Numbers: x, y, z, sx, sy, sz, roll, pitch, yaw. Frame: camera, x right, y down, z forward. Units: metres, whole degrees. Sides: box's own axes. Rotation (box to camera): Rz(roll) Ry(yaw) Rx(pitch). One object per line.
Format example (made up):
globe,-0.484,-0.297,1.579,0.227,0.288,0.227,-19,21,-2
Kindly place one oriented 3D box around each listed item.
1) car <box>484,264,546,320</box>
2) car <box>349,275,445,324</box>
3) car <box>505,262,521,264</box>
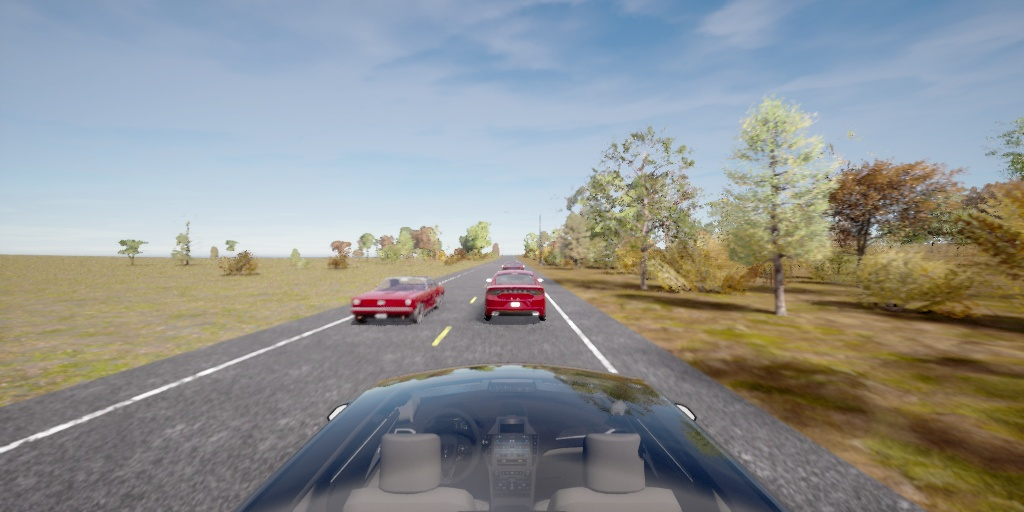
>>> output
car,0.099,1.227,12.679,1.882,1.535,5.008,0,0,0
car,-3.588,1.351,12.068,1.895,1.301,4.718,0,0,0
car,0.100,1.217,31.050,1.882,1.535,5.008,0,0,0
